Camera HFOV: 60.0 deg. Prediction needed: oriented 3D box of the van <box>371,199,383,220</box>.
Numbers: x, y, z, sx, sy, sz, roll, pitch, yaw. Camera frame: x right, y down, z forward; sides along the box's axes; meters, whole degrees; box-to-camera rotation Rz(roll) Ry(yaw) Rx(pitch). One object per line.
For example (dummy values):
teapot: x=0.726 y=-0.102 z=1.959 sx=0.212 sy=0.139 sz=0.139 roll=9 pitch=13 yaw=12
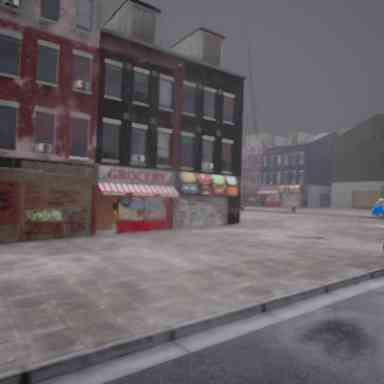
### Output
van: x=17.247 y=1.487 z=27.756 sx=1.690 sy=1.788 sz=3.998 roll=3 pitch=-2 yaw=-35
